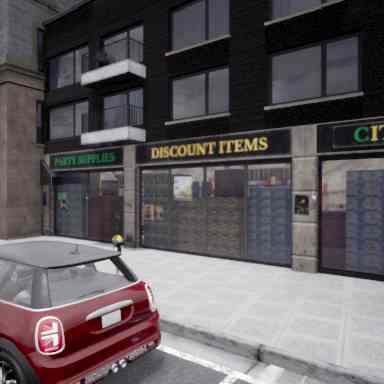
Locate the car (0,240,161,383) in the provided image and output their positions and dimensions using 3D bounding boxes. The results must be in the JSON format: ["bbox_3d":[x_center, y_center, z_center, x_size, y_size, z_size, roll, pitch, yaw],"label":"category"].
[{"bbox_3d":[-2.477,1.440,4.848,4.097,1.590,1.967,0,0,36],"label":"car"}]
